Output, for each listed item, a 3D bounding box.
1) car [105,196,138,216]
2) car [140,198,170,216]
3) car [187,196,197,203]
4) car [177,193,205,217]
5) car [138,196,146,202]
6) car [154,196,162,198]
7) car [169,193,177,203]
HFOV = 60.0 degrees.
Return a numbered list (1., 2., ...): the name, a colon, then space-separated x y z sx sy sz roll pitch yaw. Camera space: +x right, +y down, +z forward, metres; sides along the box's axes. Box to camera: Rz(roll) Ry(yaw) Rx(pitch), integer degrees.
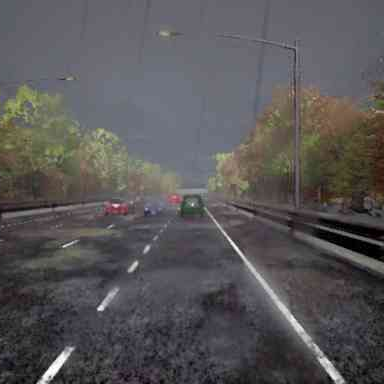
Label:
1. car: -6.951 1.319 32.616 2.097 1.767 4.553 0 0 1
2. car: -3.459 1.569 32.071 1.895 1.301 4.718 0 0 1
3. car: 0.071 1.492 67.853 2.033 1.411 5.357 0 0 1
4. car: 0.033 1.193 31.089 2.150 2.045 5.566 0 0 0
5. car: -10.412 1.439 66.486 2.128 1.511 4.902 0 0 1
6. car: -6.928 1.493 67.499 2.033 1.411 5.357 0 0 1
7. car: -3.418 1.166 67.870 2.150 2.045 5.566 0 0 1
